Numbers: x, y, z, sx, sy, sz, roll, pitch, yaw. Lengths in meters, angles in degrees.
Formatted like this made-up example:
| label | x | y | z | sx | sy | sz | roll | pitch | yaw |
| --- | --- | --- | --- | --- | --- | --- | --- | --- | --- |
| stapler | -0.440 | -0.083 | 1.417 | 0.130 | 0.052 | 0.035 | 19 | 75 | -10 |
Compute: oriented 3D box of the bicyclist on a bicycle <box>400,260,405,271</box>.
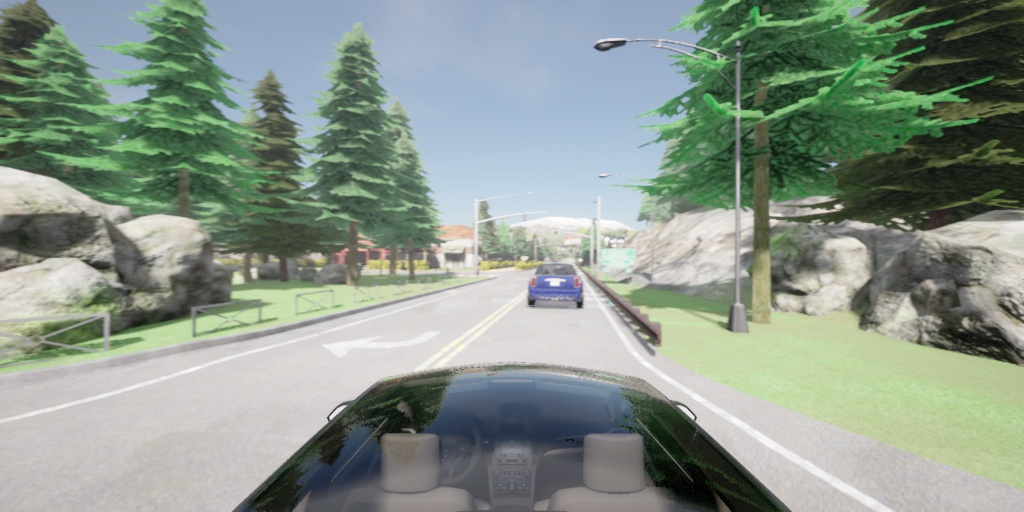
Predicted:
| label | x | y | z | sx | sy | sz | roll | pitch | yaw |
| --- | --- | --- | --- | --- | --- | --- | --- | --- | --- |
| bicyclist on a bicycle | -15.820 | 1.347 | 51.735 | 0.582 | 1.620 | 1.656 | 0 | 0 | 9 |

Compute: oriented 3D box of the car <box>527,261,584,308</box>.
| label | x | y | z | sx | sy | sz | roll | pitch | yaw |
| --- | --- | --- | --- | --- | --- | --- | --- | --- | --- |
| car | 1.899 | 1.044 | 15.088 | 2.097 | 1.767 | 4.553 | 0 | -1 | 9 |

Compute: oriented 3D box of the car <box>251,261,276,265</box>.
| label | x | y | z | sx | sy | sz | roll | pitch | yaw |
| --- | --- | --- | --- | --- | --- | --- | --- | --- | --- |
| car | -35.546 | 1.389 | 51.621 | 4.892 | 1.490 | 1.837 | 1 | 0 | 15 |
